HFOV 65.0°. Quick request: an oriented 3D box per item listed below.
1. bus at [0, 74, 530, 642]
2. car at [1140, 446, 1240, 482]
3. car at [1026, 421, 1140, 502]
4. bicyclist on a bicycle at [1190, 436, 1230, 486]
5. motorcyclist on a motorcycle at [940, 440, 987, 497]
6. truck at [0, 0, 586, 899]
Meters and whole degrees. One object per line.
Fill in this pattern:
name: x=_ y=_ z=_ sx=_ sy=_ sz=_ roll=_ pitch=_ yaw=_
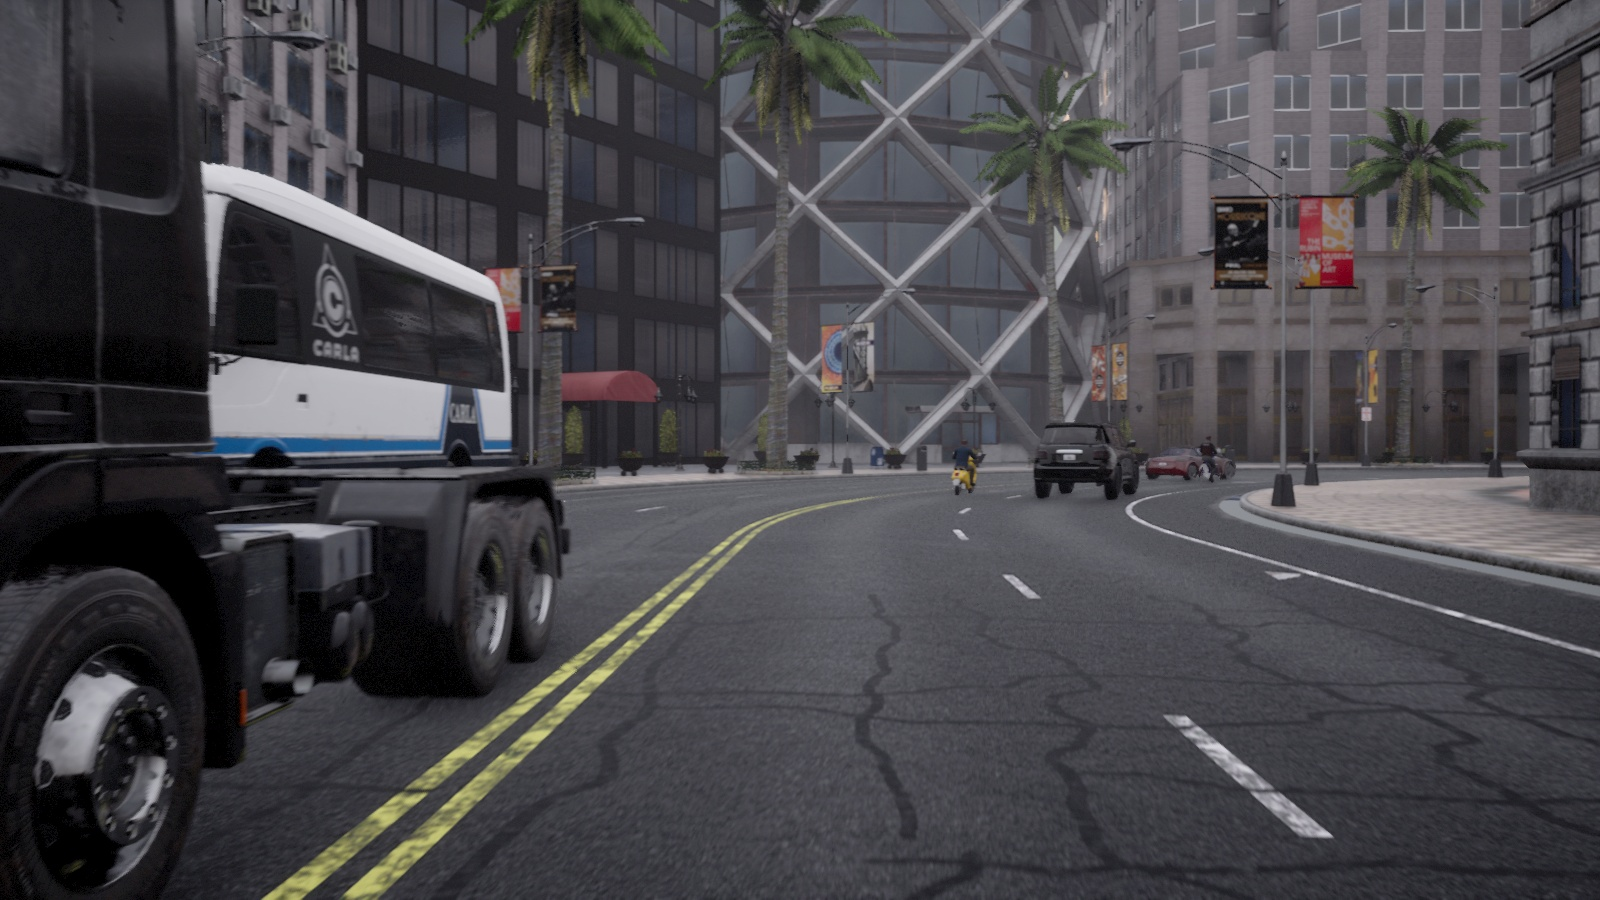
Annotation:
bus: x=-6.416 y=-0.720 z=14.617 sx=3.944 sy=4.253 sz=10.273 roll=0 pitch=0 yaw=2
car: x=15.881 y=0.542 z=51.067 sx=4.181 sy=1.385 sz=1.994 roll=0 pitch=0 yaw=-41
car: x=7.981 y=0.278 z=34.945 sx=2.150 sy=2.045 sz=5.566 roll=0 pitch=0 yaw=23
bicyclist on a bicycle: x=14.746 y=0.380 z=45.140 sx=0.659 sy=1.776 sz=1.843 roll=1 pitch=1 yaw=42
motorcyclist on a motorcycle: x=4.709 y=0.502 z=36.103 sx=0.866 sy=1.590 sz=1.817 roll=1 pitch=0 yaw=23
truck: x=-3.261 y=-0.272 z=5.815 sx=2.891 sy=3.462 sz=7.936 roll=0 pitch=0 yaw=2
